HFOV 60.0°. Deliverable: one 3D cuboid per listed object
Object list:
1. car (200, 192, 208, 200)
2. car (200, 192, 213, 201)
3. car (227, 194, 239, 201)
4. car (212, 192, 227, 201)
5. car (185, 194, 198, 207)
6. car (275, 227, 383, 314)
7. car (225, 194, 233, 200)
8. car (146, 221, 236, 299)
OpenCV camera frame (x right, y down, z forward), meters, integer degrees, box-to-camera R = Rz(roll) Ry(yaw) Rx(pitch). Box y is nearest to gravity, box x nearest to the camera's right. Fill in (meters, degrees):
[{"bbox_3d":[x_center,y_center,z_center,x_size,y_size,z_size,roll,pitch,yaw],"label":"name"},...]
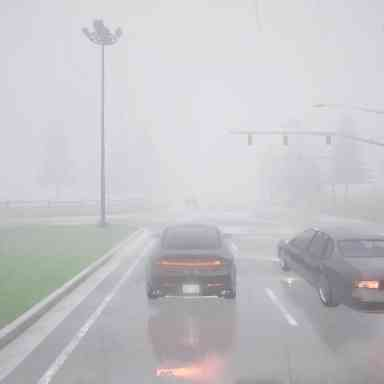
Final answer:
[{"bbox_3d":[3.325,1.057,93.029,2.150,2.045,5.566,0,0,0],"label":"car"},{"bbox_3d":[3.344,1.347,82.966,2.097,1.767,4.553,0,0,0],"label":"car"},{"bbox_3d":[10.344,1.347,82.979,2.097,1.767,4.553,0,0,0],"label":"car"},{"bbox_3d":[6.845,1.517,82.586,2.128,1.511,4.902,0,0,0],"label":"car"},{"bbox_3d":[-0.098,1.478,51.952,1.882,1.535,5.008,0,0,0],"label":"car"},{"bbox_3d":[3.489,1.547,7.894,2.033,1.411,5.357,0,0,0],"label":"car"},{"bbox_3d":[10.325,1.332,93.012,1.837,1.490,4.892,0,0,0],"label":"car"},{"bbox_3d":[-0.006,1.505,8.447,1.837,1.490,4.892,0,0,0],"label":"car"}]
